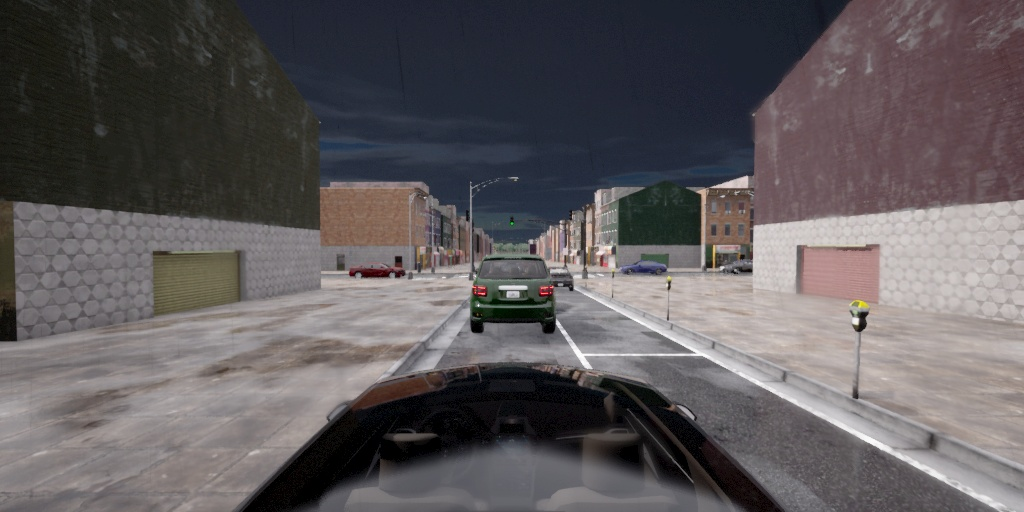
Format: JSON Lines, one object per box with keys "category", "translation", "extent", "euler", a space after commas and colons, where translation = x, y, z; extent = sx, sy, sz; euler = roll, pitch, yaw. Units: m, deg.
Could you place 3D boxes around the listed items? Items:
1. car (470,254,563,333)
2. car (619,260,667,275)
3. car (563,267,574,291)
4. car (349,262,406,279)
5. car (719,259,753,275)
{"category": "car", "translation": [0.028, 0.967, 10.848], "extent": [2.150, 2.045, 5.566], "euler": [0, 0, 0]}
{"category": "car", "translation": [13.194, 1.157, 36.202], "extent": [4.674, 1.442, 1.812], "euler": [0, 1, 1]}
{"category": "car", "translation": [2.592, 1.294, 21.263], "extent": [2.007, 1.370, 4.403], "euler": [0, 0, 0]}
{"category": "car", "translation": [-12.401, 1.333, 33.189], "extent": [5.008, 1.535, 1.882], "euler": [0, 1, -1]}
{"category": "car", "translation": [23.606, 1.081, 36.201], "extent": [4.902, 1.511, 2.128], "euler": [0, 1, 0]}
